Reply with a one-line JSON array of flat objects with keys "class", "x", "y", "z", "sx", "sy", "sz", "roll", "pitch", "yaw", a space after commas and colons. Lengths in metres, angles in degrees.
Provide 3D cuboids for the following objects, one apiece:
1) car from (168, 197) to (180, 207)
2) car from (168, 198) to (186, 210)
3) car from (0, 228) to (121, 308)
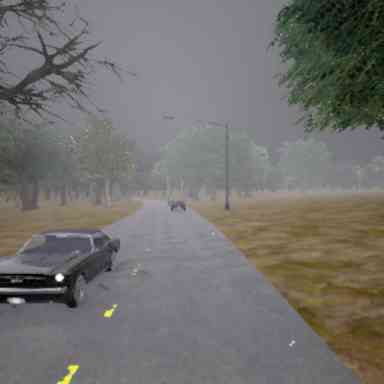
[{"class": "car", "x": -3.032, "y": 1.638, "z": 55.012, "sx": 1.812, "sy": 1.442, "sz": 4.674, "roll": 0, "pitch": 0, "yaw": -6}, {"class": "car", "x": -1.822, "y": 1.569, "z": 42.696, "sx": 1.837, "sy": 1.490, "sz": 4.892, "roll": 0, "pitch": -1, "yaw": -5}, {"class": "car", "x": -3.092, "y": 1.601, "z": 8.025, "sx": 1.895, "sy": 1.301, "sz": 4.718, "roll": 0, "pitch": 0, "yaw": -1}]
